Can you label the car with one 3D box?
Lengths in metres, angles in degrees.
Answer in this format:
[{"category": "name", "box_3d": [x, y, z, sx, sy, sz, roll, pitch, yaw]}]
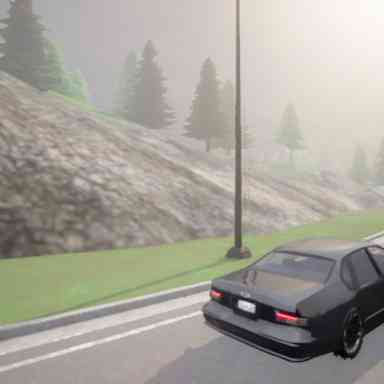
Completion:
[{"category": "car", "box_3d": [2.618, 1.569, 6.056, 5.357, 1.411, 2.033, 0, 0, -41]}]
